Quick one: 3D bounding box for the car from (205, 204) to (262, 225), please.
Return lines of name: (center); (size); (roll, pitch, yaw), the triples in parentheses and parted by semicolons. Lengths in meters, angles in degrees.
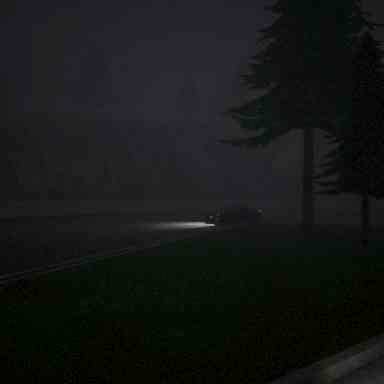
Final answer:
car: (3.096, 1.605, 24.641); (4.181, 1.385, 1.994); (1, 0, -29)
